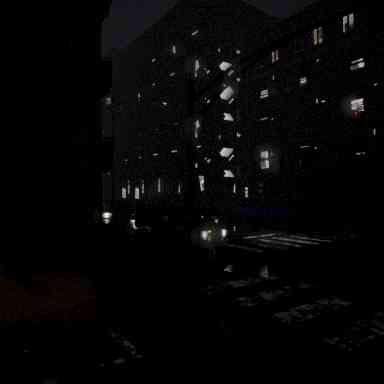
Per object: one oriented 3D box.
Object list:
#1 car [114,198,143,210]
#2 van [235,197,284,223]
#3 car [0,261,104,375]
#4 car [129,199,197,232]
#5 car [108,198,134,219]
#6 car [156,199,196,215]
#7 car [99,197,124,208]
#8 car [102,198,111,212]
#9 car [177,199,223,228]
[{"bbox_3d":[-8.310,1.463,43.260,1.887,1.381,4.507,-1,0,-36],"label":"car"},{"bbox_3d":[4.961,1.280,24.910,1.690,1.788,3.998,0,0,-36],"label":"van"},{"bbox_3d":[-3.575,1.525,4.018,4.829,1.417,1.752,0,0,-35],"label":"car"},{"bbox_3d":[-1.840,1.440,20.014,1.967,1.590,4.097,0,0,-36],"label":"car"},{"bbox_3d":[-5.364,1.532,29.296,1.994,1.385,4.181,-1,0,-37],"label":"car"},{"bbox_3d":[-1.774,1.449,34.223,1.752,1.417,4.829,0,0,-36],"label":"car"},{"bbox_3d":[-11.628,1.463,47.847,1.887,1.381,4.507,-1,0,-36],"label":"car"},{"bbox_3d":[-11.350,1.439,37.597,1.882,1.535,5.008,-1,0,-36],"label":"car"},{"bbox_3d":[0.028,1.472,21.847,2.128,1.511,4.902,-1,0,-36],"label":"car"}]
